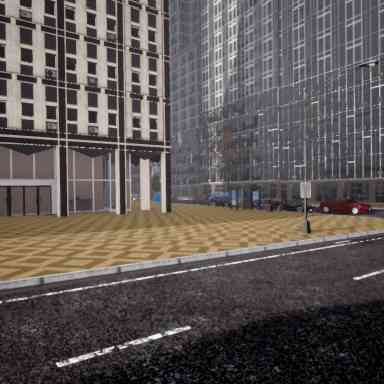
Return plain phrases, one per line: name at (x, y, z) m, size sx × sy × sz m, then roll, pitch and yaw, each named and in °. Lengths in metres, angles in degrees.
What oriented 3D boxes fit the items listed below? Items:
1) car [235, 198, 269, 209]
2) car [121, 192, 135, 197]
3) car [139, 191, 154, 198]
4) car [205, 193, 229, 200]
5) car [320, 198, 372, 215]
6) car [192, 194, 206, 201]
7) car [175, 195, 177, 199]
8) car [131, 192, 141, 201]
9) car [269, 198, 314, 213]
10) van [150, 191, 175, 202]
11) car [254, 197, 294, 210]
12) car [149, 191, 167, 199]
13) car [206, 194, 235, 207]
car at (7.492, 1.388, 39.843) m, size 1.802 × 1.307 × 4.206 m, roll 0°, pitch 1°, yaw -34°
car at (-17.604, 0.688, 91.536) m, size 2.008 × 1.369 × 4.403 m, roll 0°, pitch 1°, yaw -34°
car at (-11.183, 0.686, 82.155) m, size 1.967 × 1.590 × 4.097 m, roll 0°, pitch 1°, yaw -34°
car at (4.403, 1.241, 49.137) m, size 1.994 × 1.385 × 4.181 m, roll -1°, pitch 1°, yaw -34°
car at (15.266, 1.330, 33.240) m, size 1.882 × 1.535 × 5.008 m, roll -1°, pitch 1°, yaw -34°
car at (1.659, 1.043, 63.397) m, size 1.802 × 1.307 × 4.206 m, roll 0°, pitch 1°, yaw -34°
car at (-4.762, 0.936, 72.777) m, size 1.802 × 1.307 × 4.206 m, roll 0°, pitch 1°, yaw -34°
car at (-11.678, 1.039, 68.044) m, size 2.008 × 1.369 × 4.403 m, roll 0°, pitch 1°, yaw -34°
car at (10.689, 1.424, 35.141) m, size 1.947 × 1.339 × 4.313 m, roll 0°, pitch 1°, yaw -34°
van at (-5.256, 0.937, 58.662) m, size 1.690 × 1.788 × 3.998 m, roll 0°, pitch 1°, yaw -34°
car at (10.048, 1.369, 40.884) m, size 1.895 × 1.301 × 4.718 m, roll -1°, pitch 1°, yaw -35°
car at (-7.973, 0.615, 77.464) m, size 2.192 × 1.841 × 5.009 m, roll 0°, pitch 1°, yaw -34°
car at (4.330, 1.319, 44.566) m, size 1.947 × 1.339 × 4.313 m, roll 0°, pitch 1°, yaw -34°
